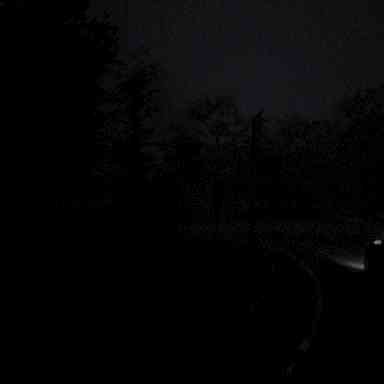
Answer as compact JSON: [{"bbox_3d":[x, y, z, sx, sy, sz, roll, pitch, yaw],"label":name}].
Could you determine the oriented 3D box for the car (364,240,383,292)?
[{"bbox_3d":[5.350,1.647,7.687,1.994,1.385,4.181,0,0,19],"label":"car"}]
